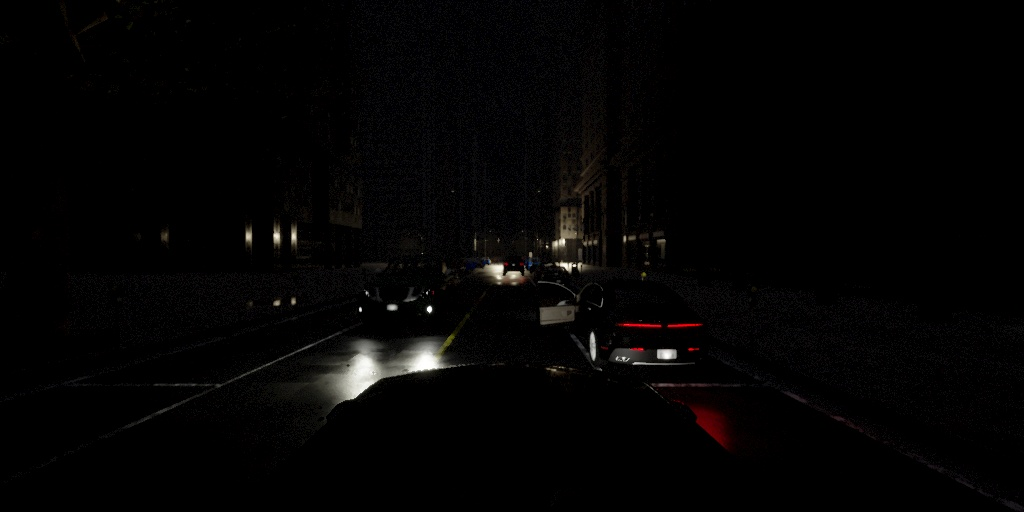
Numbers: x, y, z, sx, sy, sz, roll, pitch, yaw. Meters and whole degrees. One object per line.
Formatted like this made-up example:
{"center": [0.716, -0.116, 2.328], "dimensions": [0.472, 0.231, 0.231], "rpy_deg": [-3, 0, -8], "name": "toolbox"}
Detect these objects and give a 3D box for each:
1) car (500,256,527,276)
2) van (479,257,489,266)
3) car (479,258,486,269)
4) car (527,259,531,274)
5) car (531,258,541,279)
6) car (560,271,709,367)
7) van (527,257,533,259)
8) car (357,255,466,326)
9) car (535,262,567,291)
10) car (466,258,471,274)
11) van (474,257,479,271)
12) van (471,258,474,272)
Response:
{"center": [0.180, 0.971, 38.036], "dimensions": [2.150, 2.045, 5.566], "rpy_deg": [0, 0, 0], "name": "car"}
{"center": [-5.595, 1.095, 63.632], "dimensions": [1.690, 1.789, 3.998], "rpy_deg": [0, 0, 0], "name": "van"}
{"center": [-5.610, 1.334, 57.954], "dimensions": [1.802, 1.307, 4.207], "rpy_deg": [0, 0, 0], "name": "car"}
{"center": [2.869, 1.299, 40.908], "dimensions": [2.007, 1.370, 4.403], "rpy_deg": [0, 0, 0], "name": "car"}
{"center": [2.838, 1.187, 29.552], "dimensions": [1.967, 1.591, 4.097], "rpy_deg": [0, 0, 0], "name": "car"}
{"center": [2.372, 1.253, 7.900], "dimensions": [1.837, 1.490, 4.892], "rpy_deg": [0, 0, 0], "name": "car"}
{"center": [2.884, 1.090, 46.586], "dimensions": [1.690, 1.789, 3.998], "rpy_deg": [0, 0, 0], "name": "van"}
{"center": [-3.071, 0.969, 11.976], "dimensions": [2.150, 2.045, 5.566], "rpy_deg": [0, 0, 0], "name": "car"}
{"center": [2.823, 1.298, 23.875], "dimensions": [2.007, 1.370, 4.403], "rpy_deg": [0, 0, 0], "name": "car"}
{"center": [-5.672, 1.062, 35.244], "dimensions": [2.192, 1.841, 5.009], "rpy_deg": [0, 0, 0], "name": "car"}
{"center": [-5.641, 1.090, 46.599], "dimensions": [1.690, 1.789, 3.998], "rpy_deg": [0, 0, 0], "name": "van"}
{"center": [-5.656, 1.089, 40.922], "dimensions": [1.690, 1.789, 3.998], "rpy_deg": [0, 0, 0], "name": "van"}
